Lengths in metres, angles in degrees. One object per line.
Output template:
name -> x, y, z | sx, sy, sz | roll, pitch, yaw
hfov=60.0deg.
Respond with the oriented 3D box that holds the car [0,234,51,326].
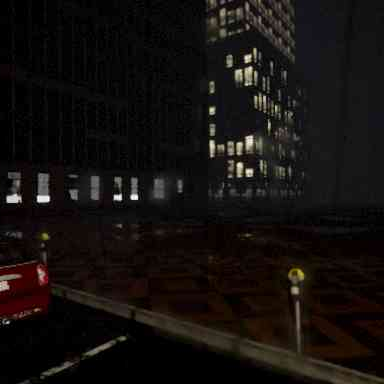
car -> -4.401, 1.402, 5.993 | 4.097, 1.590, 1.967 | 0, -1, 36
